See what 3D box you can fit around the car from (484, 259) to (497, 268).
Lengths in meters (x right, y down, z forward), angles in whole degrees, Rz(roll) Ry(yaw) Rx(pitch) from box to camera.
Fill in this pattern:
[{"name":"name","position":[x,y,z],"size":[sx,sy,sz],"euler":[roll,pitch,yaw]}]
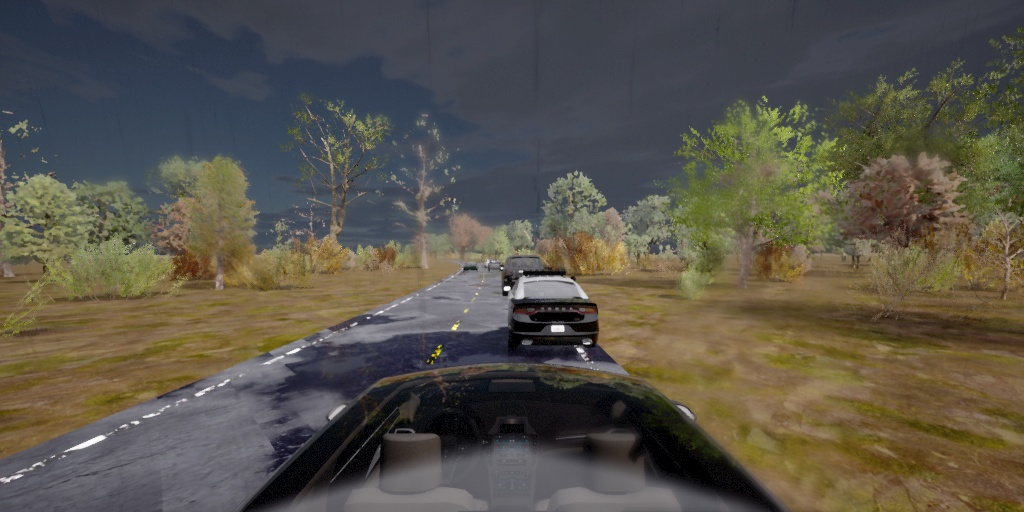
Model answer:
[{"name":"car","position":[-3.593,1.276,59.828],"size":[1.812,1.442,4.674],"euler":[0,0,-8]}]

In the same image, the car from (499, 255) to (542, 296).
[{"name":"car","position":[0.531,0.971,19.343],"size":[2.150,2.045,5.566],"euler":[0,0,-2]}]

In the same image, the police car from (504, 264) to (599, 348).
[{"name":"police car","position":[0.820,1.174,9.378],"size":[1.930,1.638,5.238],"euler":[0,0,-1]}]

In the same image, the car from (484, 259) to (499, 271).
[{"name":"car","position":[-2.312,1.239,48.029],"size":[2.128,1.511,4.902],"euler":[0,0,-5]}]

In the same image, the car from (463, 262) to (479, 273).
[{"name":"car","position":[-4.975,1.349,43.592],"size":[1.895,1.301,4.718],"euler":[0,0,-5]}]
